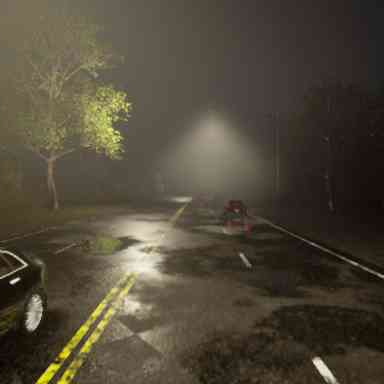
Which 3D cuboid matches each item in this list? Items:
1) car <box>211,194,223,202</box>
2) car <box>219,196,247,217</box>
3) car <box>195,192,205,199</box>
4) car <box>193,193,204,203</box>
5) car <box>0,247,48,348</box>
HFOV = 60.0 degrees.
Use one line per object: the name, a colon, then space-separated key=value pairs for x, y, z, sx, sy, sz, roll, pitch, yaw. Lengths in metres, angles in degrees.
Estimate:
car: x=4.306 y=1.023 z=56.511 sx=1.994 sy=1.385 sz=4.181 roll=0 pitch=0 yaw=2
car: x=3.546 y=1.280 z=28.203 sx=1.812 sy=1.442 sz=4.674 roll=0 pitch=0 yaw=1
car: x=1.677 y=0.822 z=72.191 sx=2.033 sy=1.411 sz=5.357 roll=0 pitch=1 yaw=3
car: x=1.126 y=1.072 z=55.521 sx=1.895 sy=1.301 sz=4.718 roll=0 pitch=1 yaw=2
car: x=-3.326 y=1.472 z=3.711 sx=1.837 sy=1.490 sz=4.892 roll=0 pitch=1 yaw=0
